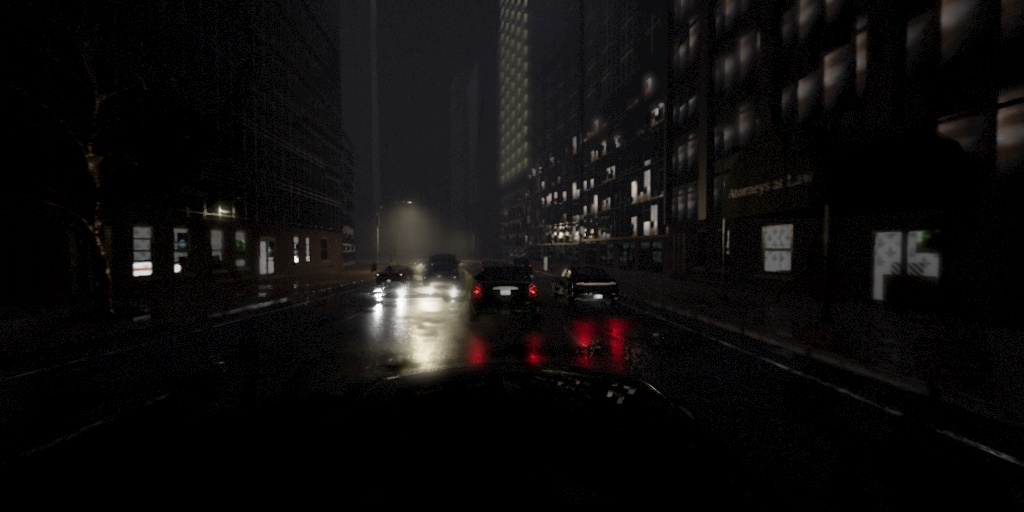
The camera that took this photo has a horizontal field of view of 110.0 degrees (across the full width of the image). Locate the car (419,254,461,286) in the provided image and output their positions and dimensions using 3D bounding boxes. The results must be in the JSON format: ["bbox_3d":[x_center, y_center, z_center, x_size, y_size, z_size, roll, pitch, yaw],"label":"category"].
[{"bbox_3d":[-4.672,0.860,24.404,2.150,2.045,5.566,0,0,-6],"label":"car"}]

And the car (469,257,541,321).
[{"bbox_3d":[-0.276,1.047,12.293,2.097,1.767,4.553,0,0,-2],"label":"car"}]

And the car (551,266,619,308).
[{"bbox_3d":[2.841,1.168,14.806,2.128,1.511,4.902,0,0,-3],"label":"car"}]

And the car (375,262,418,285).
[{"bbox_3d":[-7.977,1.246,24.771,1.895,1.301,4.718,0,0,-6],"label":"car"}]

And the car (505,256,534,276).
[{"bbox_3d":[0.619,0.904,35.395,2.097,1.767,4.553,0,0,-9],"label":"car"}]
